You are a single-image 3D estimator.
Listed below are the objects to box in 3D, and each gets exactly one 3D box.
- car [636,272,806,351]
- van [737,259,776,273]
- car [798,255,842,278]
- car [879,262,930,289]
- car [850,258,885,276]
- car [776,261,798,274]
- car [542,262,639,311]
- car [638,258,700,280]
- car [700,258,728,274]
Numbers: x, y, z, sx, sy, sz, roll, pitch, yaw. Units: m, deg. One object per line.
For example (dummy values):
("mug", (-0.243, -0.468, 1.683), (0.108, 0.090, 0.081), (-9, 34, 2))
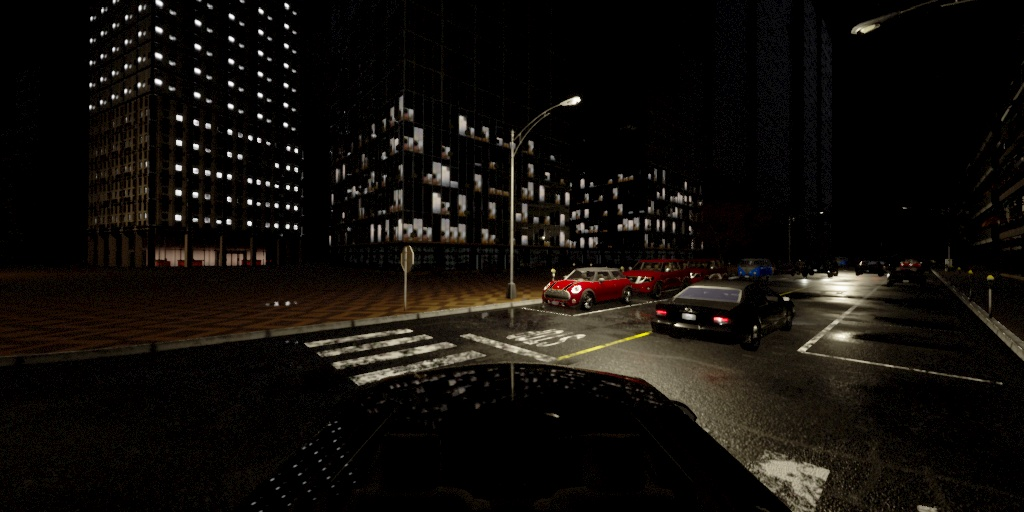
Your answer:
("car", (5.517, 1.299, 9.047), (5.357, 1.411, 2.033), (0, 0, -42))
("van", (19.962, 1.094, 29.480), (3.998, 1.789, 1.690), (0, 0, -42))
("car", (29.825, 0.966, 34.642), (5.566, 2.045, 2.150), (0, 0, -42))
("car", (25.540, 1.298, 23.226), (4.403, 1.370, 2.007), (0, 0, -42))
("car", (35.547, 1.230, 35.589), (4.902, 1.511, 2.128), (0, 0, -42))
("car", (28.407, 1.328, 36.978), (4.207, 1.307, 1.802), (0, 0, -42))
("car", (3.072, 1.195, 14.484), (4.097, 1.591, 1.967), (0, 0, -42))
("car", (7.294, 1.070, 18.233), (5.009, 1.841, 2.192), (0, 0, -42))
("car", (11.517, 1.070, 21.982), (5.009, 1.841, 2.192), (0, 0, -42))
